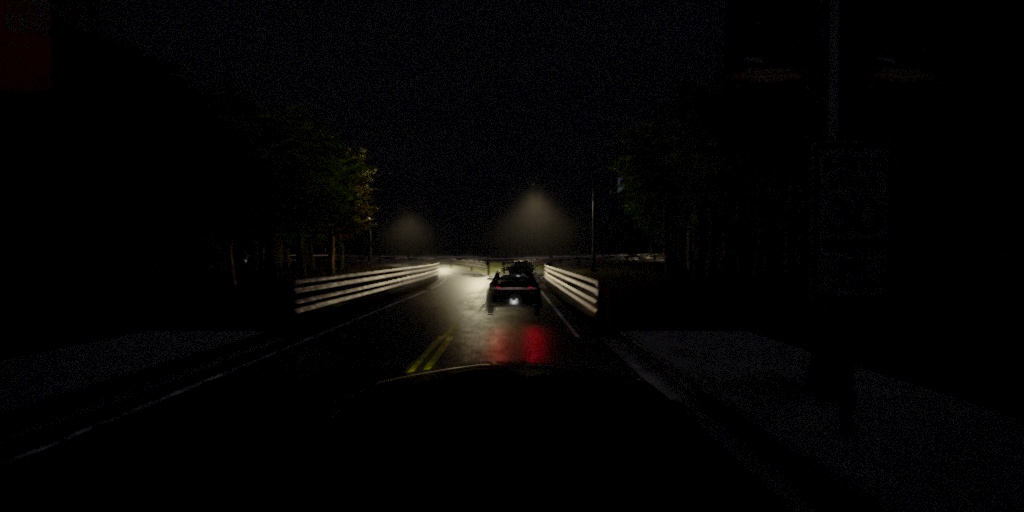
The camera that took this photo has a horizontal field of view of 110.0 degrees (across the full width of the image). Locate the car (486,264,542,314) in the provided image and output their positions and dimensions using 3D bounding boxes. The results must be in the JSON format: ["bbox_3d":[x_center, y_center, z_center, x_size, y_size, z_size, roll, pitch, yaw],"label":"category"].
[{"bbox_3d":[0.079,1.228,13.631,2.128,1.511,4.902,0,0,0],"label":"car"}]

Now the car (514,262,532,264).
[{"bbox_3d":[0.917,1.223,29.318,1.837,1.490,4.892,0,0,9],"label":"car"}]
